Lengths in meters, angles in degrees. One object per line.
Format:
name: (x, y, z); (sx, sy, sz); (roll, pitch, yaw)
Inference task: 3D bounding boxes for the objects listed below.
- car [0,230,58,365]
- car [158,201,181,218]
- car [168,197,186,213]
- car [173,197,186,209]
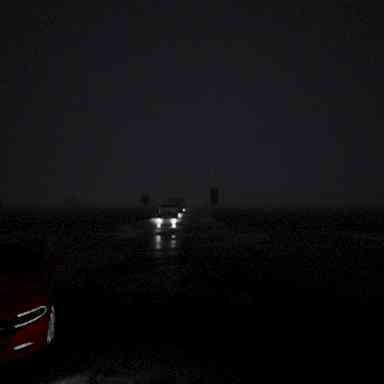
car: (-3.543, 1.555, 6.104); (1.882, 1.535, 5.008); (1, -1, -22)
car: (-2.497, 1.945, 35.374); (1.812, 1.442, 4.674); (0, -1, 1)
car: (-2.372, 1.774, 46.693); (2.150, 2.045, 5.566); (0, 0, 1)
car: (-2.208, 1.957, 61.581); (2.150, 2.045, 5.566); (0, 0, 1)
